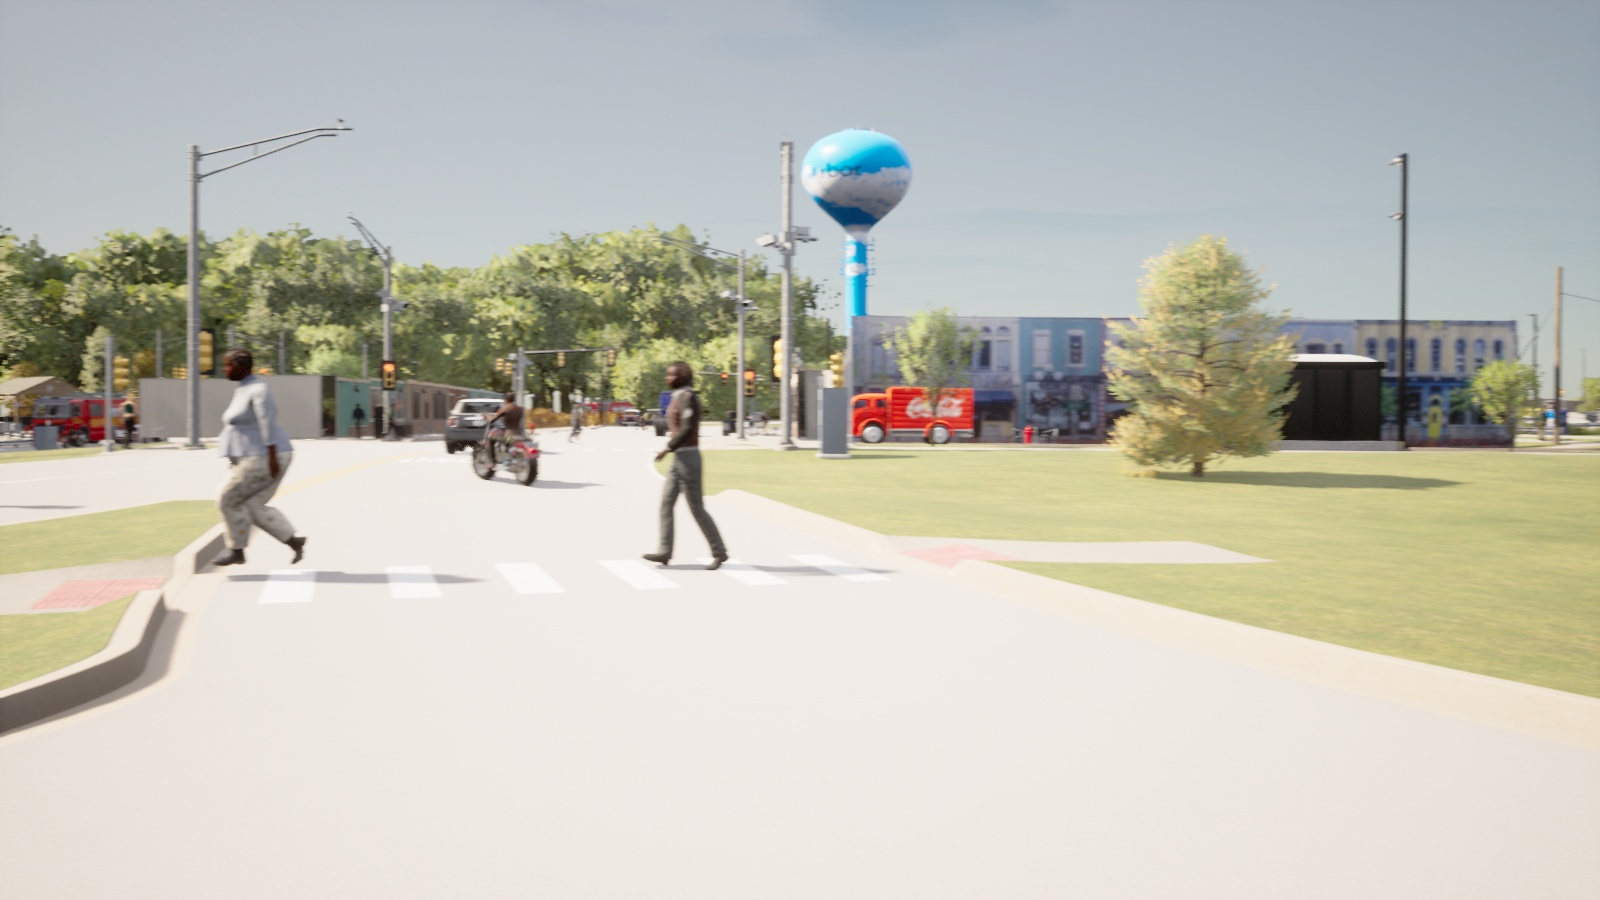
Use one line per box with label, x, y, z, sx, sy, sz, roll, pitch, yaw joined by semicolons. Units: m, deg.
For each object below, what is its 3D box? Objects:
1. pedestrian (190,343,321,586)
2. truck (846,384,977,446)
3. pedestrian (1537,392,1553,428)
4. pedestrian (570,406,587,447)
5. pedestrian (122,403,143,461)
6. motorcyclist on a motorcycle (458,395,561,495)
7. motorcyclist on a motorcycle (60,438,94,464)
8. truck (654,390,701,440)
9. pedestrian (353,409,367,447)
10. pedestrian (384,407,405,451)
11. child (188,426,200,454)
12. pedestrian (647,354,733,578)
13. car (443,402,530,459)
pedestrian;-4.374;0.098;10.150;0.900;1.855;0.874;-1;1;-21
truck;4.543;-1.448;52.099;5.204;2.467;2.627;0;1;0
pedestrian;38.212;-2.054;64.414;0.370;1.835;0.726;-1;1;-3
pedestrian;-10.038;-1.064;57.021;0.694;1.848;0.540;-1;1;-6
pedestrian;-21.462;-0.569;40.370;0.345;1.836;0.594;-1;1;-2
motorcyclist on a motorcycle;-5.095;-0.124;21.916;0.766;1.649;2.350;-3;4;-38
motorcyclist on a motorcycle;-48.909;0.057;84.960;0.766;1.649;2.350;0;2;3
truck;-8.906;-2.575;92.006;2.891;3.462;7.936;-1;1;-2
pedestrian;-21.414;-1.083;61.136;0.370;1.835;0.726;-1;1;1
pedestrian;-18.265;-0.957;56.608;0.788;1.949;0.423;-1;1;2
child;-27.472;-0.470;56.932;0.437;1.263;0.270;-1;1;-6
pedestrian;-0.974;0.131;11.066;0.666;1.930;0.402;-1;1;-16
car;-8.597;-0.550;34.724;1.970;1.475;3.806;-1;1;-8
